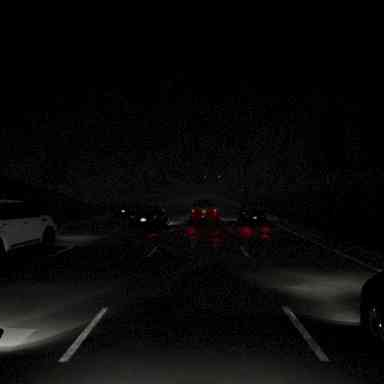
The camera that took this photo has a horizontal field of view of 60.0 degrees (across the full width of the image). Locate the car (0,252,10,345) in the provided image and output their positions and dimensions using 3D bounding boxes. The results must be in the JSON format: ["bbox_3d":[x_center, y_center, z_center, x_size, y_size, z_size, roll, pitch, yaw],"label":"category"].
[{"bbox_3d":[-3.376,1.551,1.834,2.033,1.411,5.357,0,0,1],"label":"car"}]

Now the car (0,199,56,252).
[{"bbox_3d":[-6.680,1.243,11.250,2.150,2.045,5.566,0,0,2],"label":"car"}]

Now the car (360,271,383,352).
[{"bbox_3d":[3.654,1.361,3.345,2.097,1.767,4.553,0,0,1],"label":"car"}]

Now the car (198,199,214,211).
[{"bbox_3d":[1.904,1.660,43.856,1.994,1.385,4.181,0,0,3],"label":"car"}]

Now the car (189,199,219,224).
[{"bbox_3d":[0.951,1.407,25.438,2.097,1.767,4.553,0,0,3],"label":"car"}]

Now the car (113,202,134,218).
[{"bbox_3d":[-5.803,1.628,30.489,1.994,1.385,4.181,0,0,3],"label":"car"}]

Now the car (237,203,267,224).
[{"bbox_3d":[4.430,1.582,25.050,1.812,1.442,4.674,0,0,3],"label":"car"}]

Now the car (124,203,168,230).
[{"bbox_3d":[-2.752,1.610,21.439,1.994,1.385,4.181,0,0,3],"label":"car"}]
